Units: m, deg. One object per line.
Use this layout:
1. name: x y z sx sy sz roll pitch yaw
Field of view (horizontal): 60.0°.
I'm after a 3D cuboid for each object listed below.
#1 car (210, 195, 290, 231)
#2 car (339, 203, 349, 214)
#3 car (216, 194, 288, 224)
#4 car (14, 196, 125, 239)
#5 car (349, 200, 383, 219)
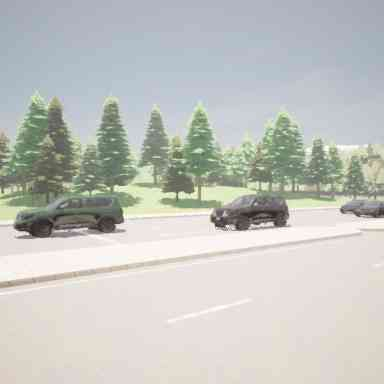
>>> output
1. car: 3.753 1.225 20.843 5.566 2.045 2.150 1 0 -36
2. car: 17.215 1.526 34.418 4.674 1.442 1.812 0 0 -35
3. car: 4.701 1.222 25.769 5.566 2.045 2.150 0 0 -35
4. car: -6.402 1.221 17.881 5.566 2.045 2.150 0 0 -36
5. car: 16.387 1.526 29.590 4.674 1.442 1.812 0 0 -34
